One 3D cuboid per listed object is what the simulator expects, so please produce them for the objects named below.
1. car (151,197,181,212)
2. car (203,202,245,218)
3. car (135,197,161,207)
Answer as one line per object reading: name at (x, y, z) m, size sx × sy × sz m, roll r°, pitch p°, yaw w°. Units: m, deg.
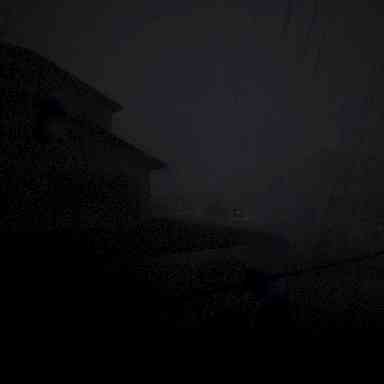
car at (-3.179, 1.505, 38.566) m, size 1.837 × 1.490 × 4.892 m, roll 0°, pitch 0°, yaw -35°
car at (2.802, 1.564, 30.098) m, size 1.994 × 1.385 × 4.181 m, roll 0°, pitch 0°, yaw -35°
car at (-6.771, 1.526, 50.817) m, size 1.812 × 1.442 × 4.674 m, roll 0°, pitch 0°, yaw -36°
